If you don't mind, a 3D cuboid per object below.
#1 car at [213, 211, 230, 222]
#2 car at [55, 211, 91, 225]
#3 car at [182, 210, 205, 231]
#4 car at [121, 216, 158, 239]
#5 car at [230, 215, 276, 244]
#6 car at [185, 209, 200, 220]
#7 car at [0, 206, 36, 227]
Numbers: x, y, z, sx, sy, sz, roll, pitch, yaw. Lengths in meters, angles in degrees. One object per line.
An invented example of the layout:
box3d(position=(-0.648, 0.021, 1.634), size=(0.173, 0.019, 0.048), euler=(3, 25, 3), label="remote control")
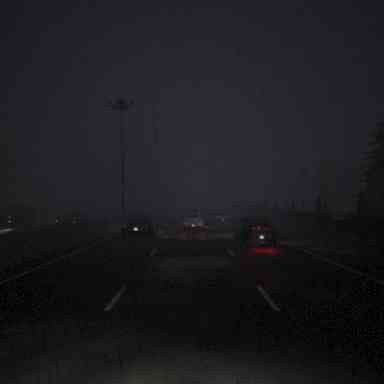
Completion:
box3d(position=(3.603, 3.037, 41.023), size=(1.895, 1.301, 4.718), euler=(0, -2, 0), label="car")
box3d(position=(-10.530, 2.526, 29.754), size=(1.837, 1.490, 4.892), euler=(0, -3, 0), label="car")
box3d(position=(0.102, 2.497, 28.437), size=(1.812, 1.442, 4.674), euler=(0, -2, 0), label="car")
box3d(position=(-3.399, 2.301, 22.109), size=(1.994, 1.385, 4.181), euler=(0, -2, 0), label="car")
box3d(position=(3.601, 2.149, 19.574), size=(1.837, 1.490, 4.892), euler=(0, -2, 0), label="car")
box3d(position=(0.103, 3.244, 48.082), size=(2.033, 1.411, 5.357), euler=(0, -2, 0), label="car")
box3d(position=(-17.515, 2.358, 32.851), size=(2.150, 2.045, 5.566), euler=(0, -3, 1), label="car")
